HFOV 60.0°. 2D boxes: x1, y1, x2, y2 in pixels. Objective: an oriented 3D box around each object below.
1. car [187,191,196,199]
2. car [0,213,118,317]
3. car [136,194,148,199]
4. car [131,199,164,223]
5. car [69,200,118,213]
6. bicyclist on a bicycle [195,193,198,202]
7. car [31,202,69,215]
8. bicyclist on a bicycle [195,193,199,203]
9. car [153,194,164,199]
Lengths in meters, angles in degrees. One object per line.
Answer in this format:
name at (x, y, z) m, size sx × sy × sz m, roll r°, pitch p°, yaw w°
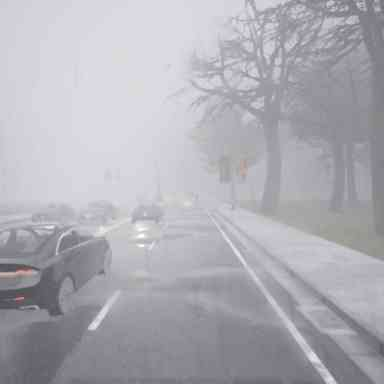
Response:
car at (-0.014, 0.793, 83.311) m, size 2.150 × 2.045 × 5.566 m, roll 0°, pitch 0°, yaw 0°
car at (-3.150, 1.451, 7.367) m, size 2.128 × 1.511 × 4.902 m, roll 0°, pitch 0°, yaw 0°
car at (-9.770, 1.159, 65.453) m, size 1.882 × 1.535 × 5.008 m, roll 0°, pitch 0°, yaw 0°
car at (-3.153, 1.441, 24.207) m, size 1.994 × 1.385 × 4.181 m, roll 0°, pitch 0°, yaw 0°
car at (-6.600, 1.371, 23.641) m, size 2.128 × 1.511 × 4.902 m, roll 0°, pitch 0°, yaw 0°
bicyclist on a bicycle at (0.883, 1.063, 64.142) m, size 0.659 × 1.776 × 1.843 m, roll 0°, pitch 0°, yaw 0°
car at (-9.849, 1.442, 23.940) m, size 1.994 × 1.385 × 4.181 m, roll 0°, pitch 0°, yaw 0°
bicyclist on a bicycle at (0.885, 1.103, 55.140) m, size 0.659 × 1.776 × 1.843 m, roll 0°, pitch 0°, yaw 0°
car at (-6.522, 1.186, 65.037) m, size 1.837 × 1.490 × 4.892 m, roll 0°, pitch 1°, yaw 0°
